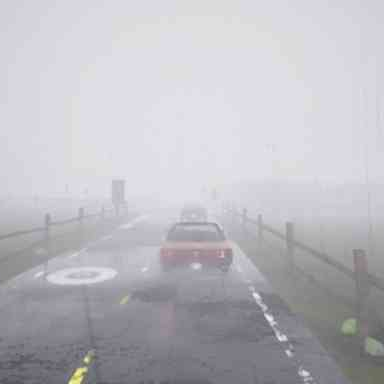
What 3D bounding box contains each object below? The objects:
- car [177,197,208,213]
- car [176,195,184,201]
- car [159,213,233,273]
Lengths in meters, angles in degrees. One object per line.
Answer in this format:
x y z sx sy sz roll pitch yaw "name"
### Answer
0.109 1.404 24.107 1.882 1.535 5.008 0 0 0 "car"
-2.716 1.355 77.041 1.994 1.385 4.181 0 0 0 "car"
0.106 1.568 10.537 1.895 1.301 4.718 0 0 0 "car"
